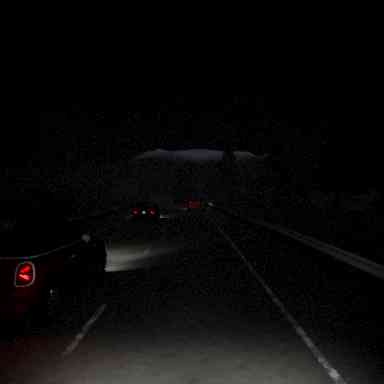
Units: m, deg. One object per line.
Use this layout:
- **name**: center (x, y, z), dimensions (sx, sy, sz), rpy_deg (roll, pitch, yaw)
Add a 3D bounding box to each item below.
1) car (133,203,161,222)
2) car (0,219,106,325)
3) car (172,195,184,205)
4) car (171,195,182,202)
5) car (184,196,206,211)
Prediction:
- **car**: center (-3.611, 1.573, 26.921), dimensions (2.033, 1.411, 5.357), rpy_deg (0, 0, -2)
- **car**: center (-3.397, 1.359, 7.267), dimensions (2.097, 1.767, 4.553), rpy_deg (0, 0, 0)
- **car**: center (-2.047, 1.408, 58.396), dimensions (2.097, 1.767, 4.553), rpy_deg (0, 0, -6)
- **car**: center (-3.470, 1.425, 73.330), dimensions (2.033, 1.411, 5.357), rpy_deg (0, 0, -6)
- **car**: center (0.471, 1.390, 40.617), dimensions (2.097, 1.767, 4.553), rpy_deg (0, 0, -3)
